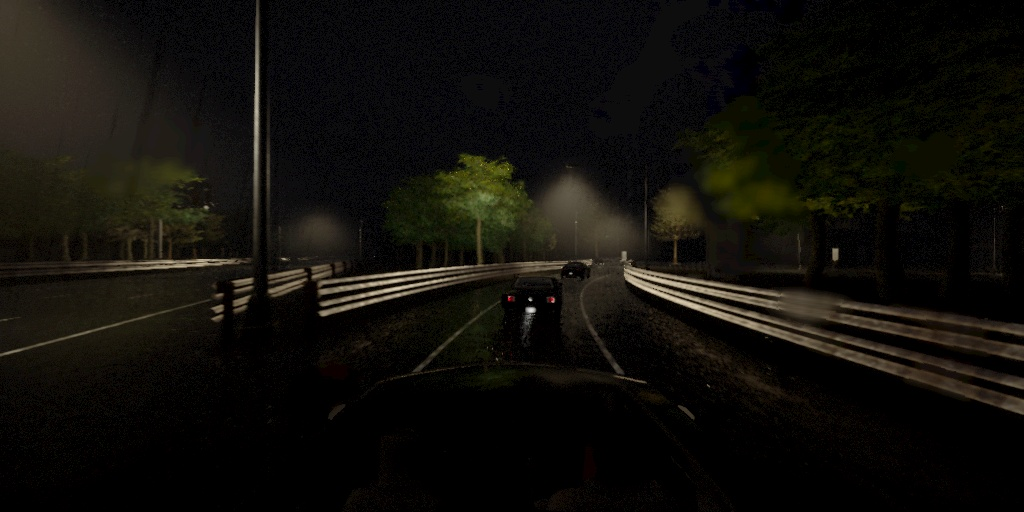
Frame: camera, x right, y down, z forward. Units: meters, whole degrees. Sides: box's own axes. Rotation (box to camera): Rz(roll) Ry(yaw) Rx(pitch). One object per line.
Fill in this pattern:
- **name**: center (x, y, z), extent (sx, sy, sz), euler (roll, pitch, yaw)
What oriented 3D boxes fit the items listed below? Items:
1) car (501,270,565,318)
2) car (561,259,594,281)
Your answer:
- **car**: center (0.899, 1.351, 13.126), extent (1.895, 1.301, 4.718), euler (0, 0, 8)
- **car**: center (5.564, 1.252, 30.927), extent (1.882, 1.535, 5.008), euler (0, 0, 20)
